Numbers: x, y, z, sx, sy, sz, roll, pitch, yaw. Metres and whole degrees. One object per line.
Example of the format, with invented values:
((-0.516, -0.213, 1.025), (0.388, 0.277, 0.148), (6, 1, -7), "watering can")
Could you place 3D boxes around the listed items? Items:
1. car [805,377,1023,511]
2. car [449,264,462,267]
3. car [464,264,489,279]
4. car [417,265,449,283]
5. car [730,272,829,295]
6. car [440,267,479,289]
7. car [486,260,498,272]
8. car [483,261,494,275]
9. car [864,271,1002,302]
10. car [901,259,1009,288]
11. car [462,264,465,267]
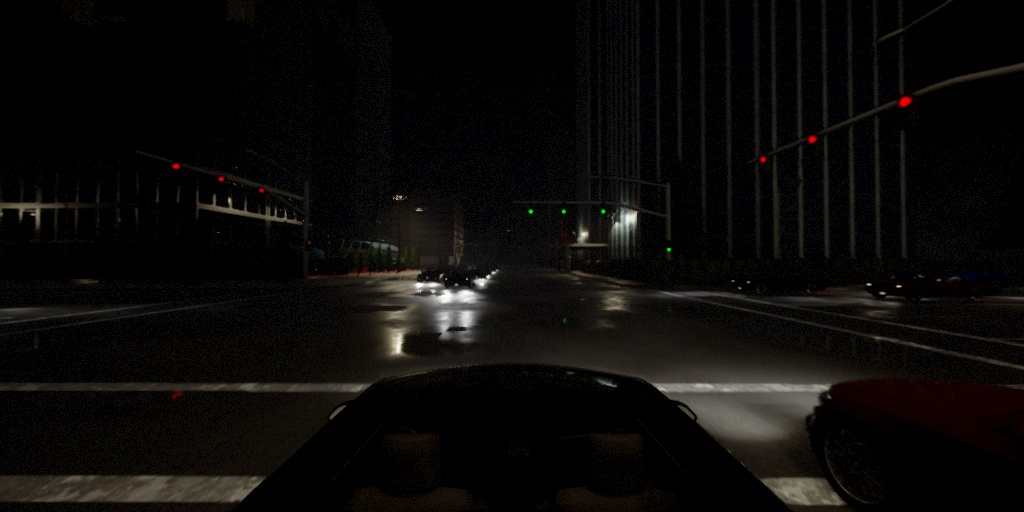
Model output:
((3.586, 1.267, 1.298), (1.812, 1.442, 4.674), (0, -1, 0), "car")
((-7.504, 1.820, 42.391), (1.812, 1.442, 4.674), (0, -1, 0), "car")
((-4.003, 1.876, 41.160), (1.895, 1.301, 4.718), (0, -1, 0), "car")
((-7.469, 1.743, 33.637), (1.994, 1.385, 4.181), (0, -1, 0), "car")
((15.764, 1.595, 21.381), (4.718, 1.301, 1.895), (0, -1, 0), "car")
((-3.802, 1.684, 26.641), (1.895, 1.301, 4.718), (0, -1, -1), "car")
((-4.039, 1.815, 65.166), (2.150, 2.045, 5.566), (0, -1, 0), "car")
((-3.962, 1.871, 50.094), (1.882, 1.535, 5.008), (0, 0, 0), "car")
((20.645, 1.543, 17.872), (4.718, 1.301, 1.895), (0, -1, 0), "car")
((25.804, 1.207, 21.366), (5.566, 2.045, 2.150), (0, -1, 0), "car")
((-7.532, 1.988, 55.135), (1.812, 1.442, 4.674), (0, -1, 0), "car")
